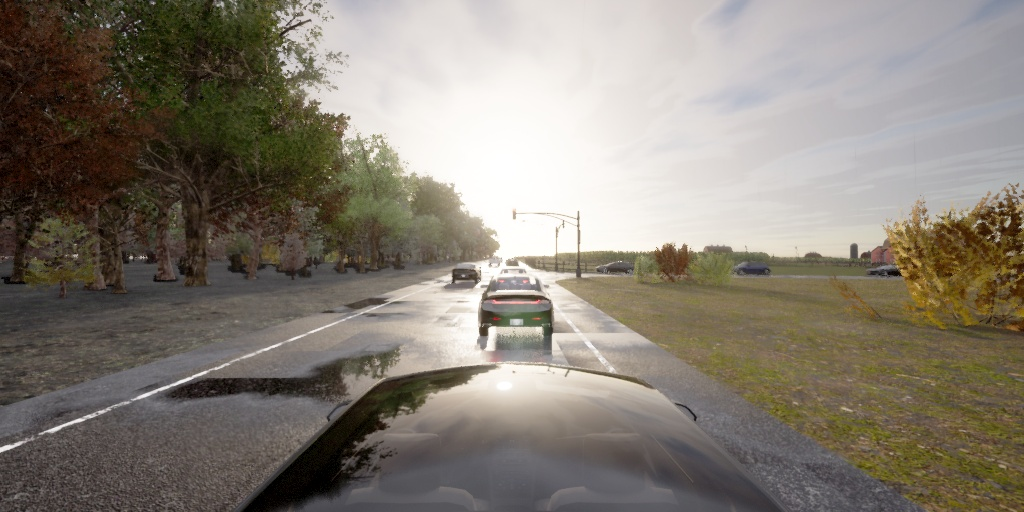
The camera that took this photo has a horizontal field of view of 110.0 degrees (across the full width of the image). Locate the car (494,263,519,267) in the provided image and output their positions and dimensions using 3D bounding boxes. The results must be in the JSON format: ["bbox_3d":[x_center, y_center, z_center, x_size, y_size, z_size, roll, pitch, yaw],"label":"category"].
[{"bbox_3d":[0.076,1.302,20.060,2.033,1.411,5.357,0,0,0],"label":"car"}]

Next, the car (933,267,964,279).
[{"bbox_3d":[48.857,1.882,39.292,4.718,1.301,1.895,1,-1,1],"label":"car"}]

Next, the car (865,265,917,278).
[{"bbox_3d":[45.286,1.780,42.893,5.008,1.535,1.882,1,-1,1],"label":"car"}]

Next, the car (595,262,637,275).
[{"bbox_3d":[12.559,1.454,43.282,4.892,1.490,1.837,1,-1,3],"label":"car"}]

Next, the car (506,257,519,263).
[{"bbox_3d":[0.056,1.106,60.906,2.097,1.767,4.553,0,0,-1],"label":"car"}]

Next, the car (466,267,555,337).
[{"bbox_3d":[0.090,1.244,10.319,2.128,1.511,4.902,0,0,0],"label":"car"}]

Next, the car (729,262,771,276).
[{"bbox_3d":[28.234,1.467,42.980,4.553,1.767,2.097,1,-1,0],"label":"car"}]

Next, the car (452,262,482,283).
[{"bbox_3d":[-3.432,1.233,27.791,1.882,1.535,5.008,0,0,0],"label":"car"}]
